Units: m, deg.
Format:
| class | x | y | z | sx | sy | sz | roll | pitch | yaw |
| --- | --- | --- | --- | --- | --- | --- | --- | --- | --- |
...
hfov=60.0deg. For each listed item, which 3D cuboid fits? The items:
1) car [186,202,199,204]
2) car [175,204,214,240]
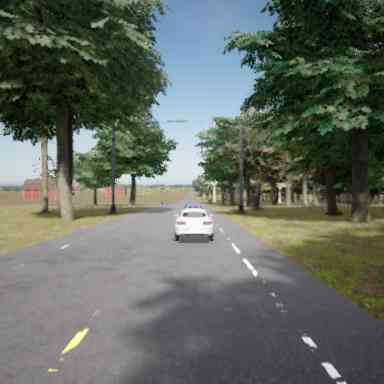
| class | x | y | z | sx | sy | sz | roll | pitch | yaw |
| --- | --- | --- | --- | --- | --- | --- | --- | --- | --- |
| car | 0.099 | 1.800 | 37.367 | 1.895 | 1.301 | 4.718 | 0 | -1 | 0 |
| car | 0.101 | 1.541 | 16.905 | 1.812 | 1.442 | 4.674 | 0 | 0 | 0 |
